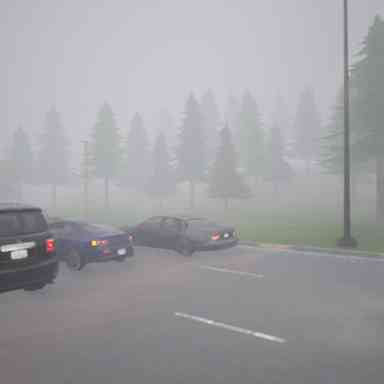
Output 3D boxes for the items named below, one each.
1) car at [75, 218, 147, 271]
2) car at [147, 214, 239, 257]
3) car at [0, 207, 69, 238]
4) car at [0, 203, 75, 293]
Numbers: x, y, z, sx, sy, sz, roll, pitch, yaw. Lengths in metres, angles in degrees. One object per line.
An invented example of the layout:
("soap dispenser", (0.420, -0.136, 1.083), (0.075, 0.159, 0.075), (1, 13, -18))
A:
("car", (-3.933, 1.584, 11.095), (4.674, 1.442, 1.812), (0, 0, 36))
("car", (-0.830, 1.598, 13.187), (5.357, 1.411, 2.033), (0, 0, 35))
("car", (-9.697, 1.665, 19.509), (5.357, 1.411, 2.033), (0, 0, 35))
("car", (-5.467, 1.279, 7.882), (5.566, 2.045, 2.150), (0, 0, 36))
